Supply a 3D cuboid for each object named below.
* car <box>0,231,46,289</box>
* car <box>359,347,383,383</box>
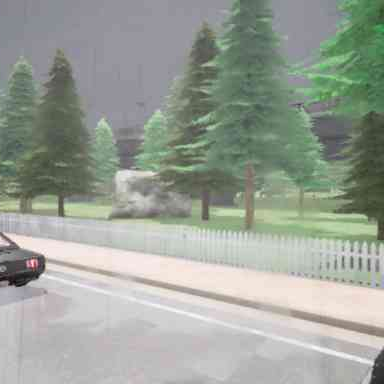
[{"bbox_3d":[-5.582,1.541,7.855,4.718,1.301,1.895,0,0,35],"label":"car"},{"bbox_3d":[3.298,1.608,1.431,4.718,1.301,1.895,0,0,38],"label":"car"}]
